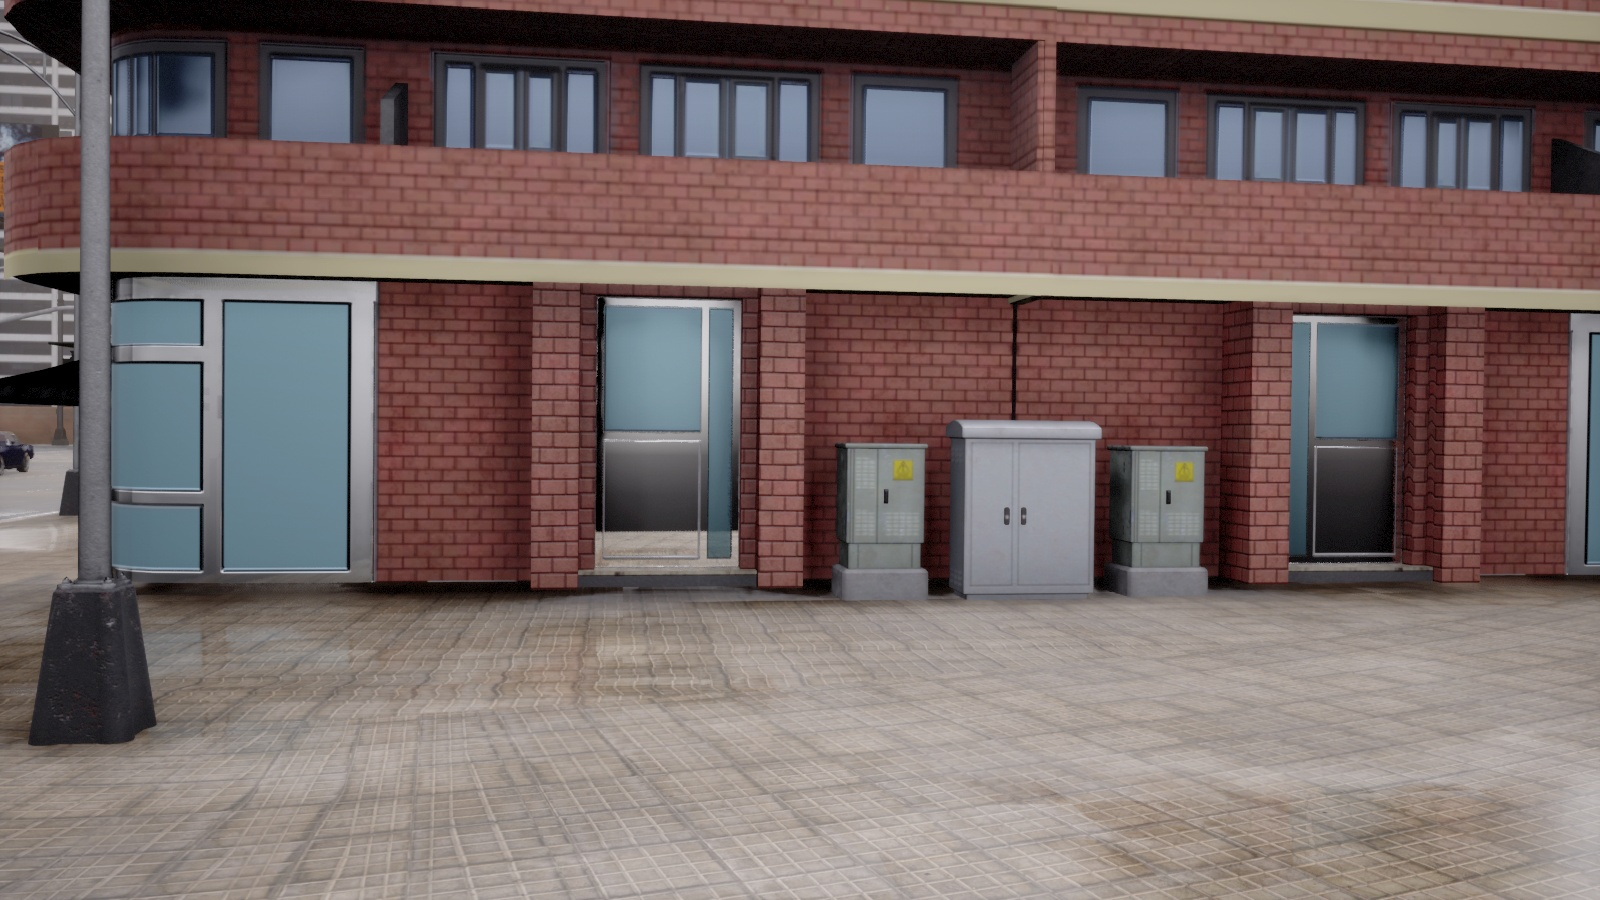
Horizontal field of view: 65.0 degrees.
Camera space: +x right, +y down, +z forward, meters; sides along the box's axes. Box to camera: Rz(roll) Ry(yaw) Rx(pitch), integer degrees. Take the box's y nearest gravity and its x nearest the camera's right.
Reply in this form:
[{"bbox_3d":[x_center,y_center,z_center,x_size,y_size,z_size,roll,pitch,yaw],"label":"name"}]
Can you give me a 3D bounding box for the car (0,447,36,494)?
[{"bbox_3d":[-24.365,0.610,37.299,1.895,1.301,4.718,-1,1,-19],"label":"car"}]
